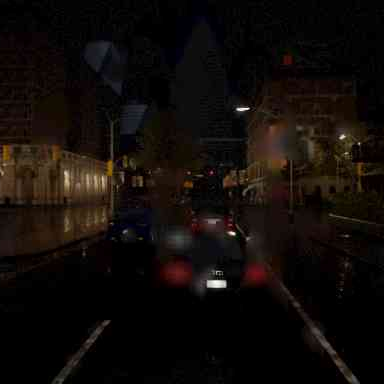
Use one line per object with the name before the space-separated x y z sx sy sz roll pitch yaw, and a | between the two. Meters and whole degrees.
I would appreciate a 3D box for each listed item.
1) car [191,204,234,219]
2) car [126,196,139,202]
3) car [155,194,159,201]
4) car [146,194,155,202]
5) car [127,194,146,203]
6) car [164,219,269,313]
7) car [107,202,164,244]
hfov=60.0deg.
car | 1.002 1.352 16.402 2.097 1.767 4.553 0 0 3
car | -13.743 1.594 77.304 1.895 1.301 4.718 0 0 3
car | -9.895 1.354 87.242 2.097 1.767 4.553 0 0 3
car | -10.534 1.354 76.526 2.097 1.767 4.553 0 0 3
car | -11.157 1.504 66.375 1.837 1.490 4.892 0 0 4
car | 0.521 1.564 7.772 1.994 1.385 4.181 0 0 3
car | -2.525 1.477 16.004 1.882 1.535 5.008 0 0 4
